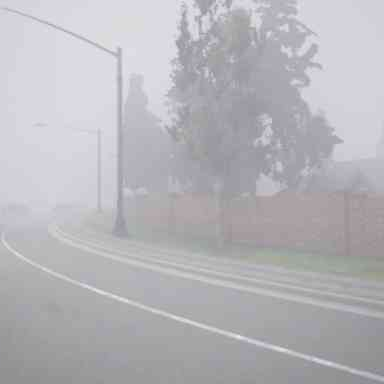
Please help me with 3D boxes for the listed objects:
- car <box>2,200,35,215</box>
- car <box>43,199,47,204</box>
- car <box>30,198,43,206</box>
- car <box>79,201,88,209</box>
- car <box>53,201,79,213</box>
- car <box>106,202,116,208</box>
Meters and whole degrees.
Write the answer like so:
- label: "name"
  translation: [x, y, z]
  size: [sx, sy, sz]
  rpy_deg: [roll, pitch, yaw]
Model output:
- label: "car"
  translation: [-23.564, 2.242, 44.721]
  size: [1.882, 1.535, 5.008]
  rpy_deg: [-1, -1, -2]
- label: "car"
  translation: [-27.549, 2.522, 68.316]
  size: [2.033, 1.411, 5.357]
  rpy_deg: [-1, -2, 11]
- label: "car"
  translation: [-31.387, 2.272, 66.729]
  size: [2.150, 2.045, 5.566]
  rpy_deg: [-1, -2, 9]
- label: "car"
  translation: [-21.438, 2.515, 63.265]
  size: [2.128, 1.511, 4.902]
  rpy_deg: [-1, -2, 9]
- label: "car"
  translation: [-18.857, 2.325, 49.168]
  size: [1.994, 1.385, 4.181]
  rpy_deg: [-1, -1, 2]
- label: "car"
  translation: [-18.171, 3.011, 77.515]
  size: [1.812, 1.442, 4.674]
  rpy_deg: [-1, -3, 17]
